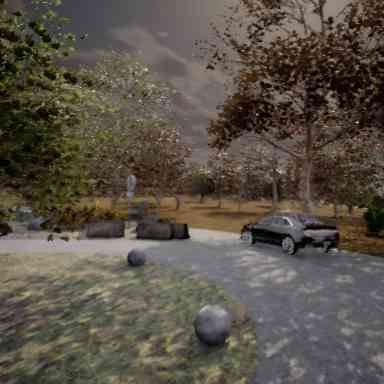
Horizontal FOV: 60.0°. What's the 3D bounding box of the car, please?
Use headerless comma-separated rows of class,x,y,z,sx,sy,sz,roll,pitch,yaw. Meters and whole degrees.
car,3.904,1.685,14.132,2.128,1.511,4.902,2,-2,-22
